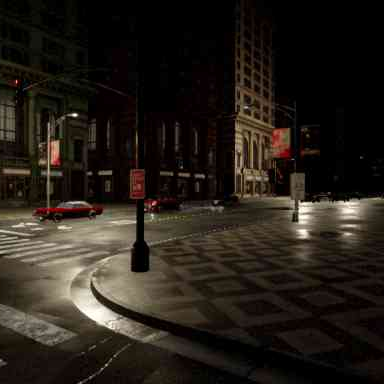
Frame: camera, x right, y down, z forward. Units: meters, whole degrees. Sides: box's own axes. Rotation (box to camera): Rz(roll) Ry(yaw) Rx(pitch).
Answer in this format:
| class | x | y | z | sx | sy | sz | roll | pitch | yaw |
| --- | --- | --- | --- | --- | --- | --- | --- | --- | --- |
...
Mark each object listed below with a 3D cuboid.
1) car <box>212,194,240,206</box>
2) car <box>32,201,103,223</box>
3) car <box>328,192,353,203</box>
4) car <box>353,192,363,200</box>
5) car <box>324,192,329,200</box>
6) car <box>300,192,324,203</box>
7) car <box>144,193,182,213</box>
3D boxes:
| class | x | y | z | sx | sy | sz | roll | pitch | yaw |
| --- | --- | --- | --- | --- | --- | --- | --- | --- | --- |
| car | 4.293 | 0.970 | 41.840 | 2.128 | 1.511 | 4.902 | 0 | 1 | 36 |
| car | -8.699 | 1.364 | 23.586 | 1.895 | 1.301 | 4.718 | 0 | 1 | 33 |
| car | 22.477 | 0.833 | 50.280 | 1.812 | 1.442 | 4.674 | 0 | 1 | 36 |
| car | 29.634 | 0.674 | 60.355 | 1.812 | 1.442 | 4.674 | 0 | 1 | 35 |
| car | 23.022 | 0.712 | 56.650 | 2.128 | 1.511 | 4.902 | 0 | 1 | 35 |
| car | 17.279 | 0.911 | 48.569 | 1.994 | 1.385 | 4.181 | 0 | 1 | 35 |
| car | -2.952 | 0.987 | 31.668 | 2.097 | 1.767 | 4.553 | 0 | 1 | 36 |
